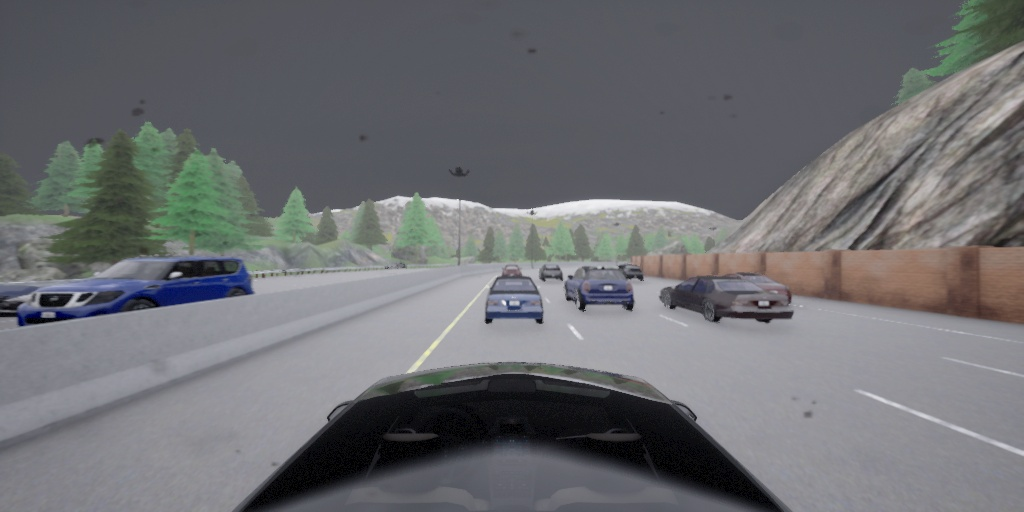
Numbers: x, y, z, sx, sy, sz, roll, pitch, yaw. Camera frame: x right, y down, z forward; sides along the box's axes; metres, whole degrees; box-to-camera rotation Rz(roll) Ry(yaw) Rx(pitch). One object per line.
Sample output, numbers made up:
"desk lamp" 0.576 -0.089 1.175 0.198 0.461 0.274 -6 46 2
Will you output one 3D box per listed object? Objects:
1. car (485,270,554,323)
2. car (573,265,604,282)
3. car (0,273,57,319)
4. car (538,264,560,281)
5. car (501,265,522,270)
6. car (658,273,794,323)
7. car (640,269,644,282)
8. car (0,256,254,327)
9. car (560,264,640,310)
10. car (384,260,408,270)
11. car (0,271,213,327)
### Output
"car" 0.058 1.379 12.502 2.033 1.411 5.357 0 0 0
"car" 6.995 1.570 33.364 1.994 1.385 4.181 0 0 0
"car" -17.636 1.323 10.415 2.033 1.411 5.357 0 0 0
"car" 3.495 1.485 32.752 2.128 1.511 4.902 0 0 0
"car" -0.004 1.519 33.819 1.812 1.442 4.674 0 0 0
"car" 7.057 1.396 12.568 2.033 1.411 5.357 0 0 0
"car" 10.493 1.515 32.886 1.837 1.490 4.892 0 0 0
"car" -10.637 1.017 10.985 2.150 2.045 5.566 0 0 0
"car" 3.546 1.214 15.372 2.097 1.767 4.553 0 0 0
"car" -16.452 1.253 50.983 1.994 1.385 4.181 0 0 9
"car" -14.146 1.351 13.040 2.033 1.411 5.357 0 0 0
